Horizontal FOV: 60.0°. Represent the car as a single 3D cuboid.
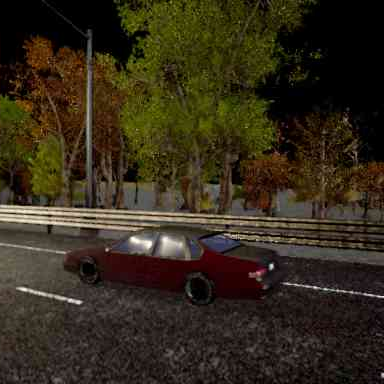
[{"bbox_3d":[-0.593,1.527,7.865,5.357,1.411,2.033,0,0,30],"label":"car"}]
